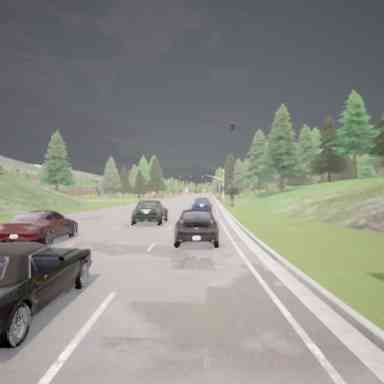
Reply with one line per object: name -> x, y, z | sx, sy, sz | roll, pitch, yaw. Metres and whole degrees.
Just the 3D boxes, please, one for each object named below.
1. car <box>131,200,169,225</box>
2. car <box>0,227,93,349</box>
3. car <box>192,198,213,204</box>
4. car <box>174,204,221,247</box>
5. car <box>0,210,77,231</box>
car -> -2.940, 1.367, 24.075 | 2.097, 1.767, 4.553 | 0, 0, 2
car -> -3.390, 1.605, 6.188 | 1.895, 1.301, 4.718 | 0, 0, 0
car -> 1.092, 1.373, 34.754 | 2.097, 1.767, 4.553 | 0, 0, 3
car -> 0.240, 1.515, 15.157 | 1.837, 1.490, 4.892 | 0, 0, 1
car -> -6.756, 1.535, 15.012 | 1.812, 1.442, 4.674 | 0, 0, 1
